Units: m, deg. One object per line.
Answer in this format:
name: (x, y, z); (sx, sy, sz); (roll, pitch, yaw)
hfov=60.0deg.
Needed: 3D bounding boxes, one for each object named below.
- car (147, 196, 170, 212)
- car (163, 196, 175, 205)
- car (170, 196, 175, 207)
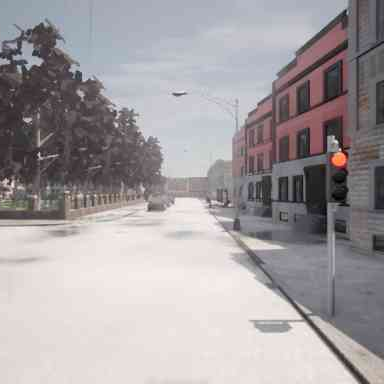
car: (-4.087, 1.477, 39.363); (1.882, 1.535, 5.008); (0, 0, 0)
car: (-4.050, 1.504, 59.662); (1.837, 1.490, 4.892); (0, 0, 0)
car: (-4.083, 1.546, 49.263); (2.033, 1.411, 5.357); (0, 0, 0)
